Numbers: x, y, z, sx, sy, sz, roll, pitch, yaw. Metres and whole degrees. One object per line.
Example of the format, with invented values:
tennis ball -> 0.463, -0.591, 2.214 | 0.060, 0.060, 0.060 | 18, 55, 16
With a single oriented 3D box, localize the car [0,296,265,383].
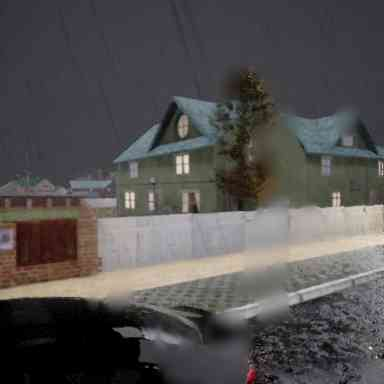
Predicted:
car -> -1.557, 1.527, 1.954 | 4.674, 1.442, 1.812 | 0, 0, -36
